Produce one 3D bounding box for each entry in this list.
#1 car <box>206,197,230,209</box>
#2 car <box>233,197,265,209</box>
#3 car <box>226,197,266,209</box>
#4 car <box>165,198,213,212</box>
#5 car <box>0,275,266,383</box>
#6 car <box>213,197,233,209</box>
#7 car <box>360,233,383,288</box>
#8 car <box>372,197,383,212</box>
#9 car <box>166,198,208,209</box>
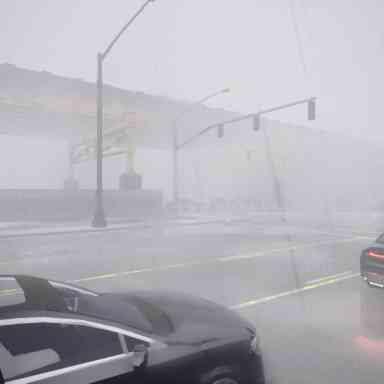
[{"bbox_3d":[3.279,1.295,40.765,1.853,1.218,4.536,0,0,18],"label":"car"},{"bbox_3d":[7.133,1.295,44.457,4.536,1.218,1.853,0,0,-7],"label":"car"},{"bbox_3d":[7.185,1.452,44.463,4.974,1.542,2.038,0,0,-7],"label":"car"},{"bbox_3d":[-0.490,1.453,38.042,4.974,1.542,2.038,0,0,8],"label":"car"},{"bbox_3d":[-1.495,1.491,2.688,4.902,1.511,2.128,0,0,-35],"label":"car"},{"bbox_3d":[3.263,1.453,40.715,2.038,1.542,4.974,0,0,18],"label":"car"},{"bbox_3d":[5.937,1.505,7.970,4.892,1.490,1.837,0,0,-35],"label":"car"},{"bbox_3d":[22.264,1.352,37.605,4.553,1.767,2.097,0,0,-37],"label":"car"},{"bbox_3d":[-0.542,1.295,38.049,4.536,1.218,1.853,0,0,8],"label":"car"}]
